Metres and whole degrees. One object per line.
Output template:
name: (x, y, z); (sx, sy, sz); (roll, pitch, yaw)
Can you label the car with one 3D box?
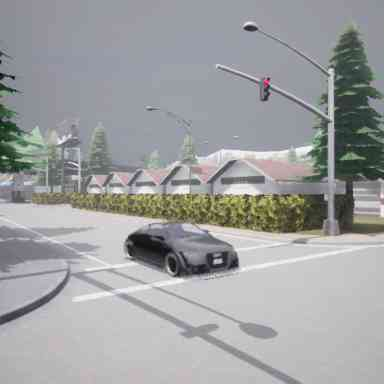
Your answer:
car: (-0.496, 1.624, 10.403); (1.994, 1.385, 4.181); (0, 1, -37)
